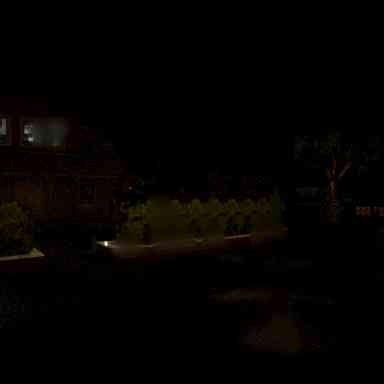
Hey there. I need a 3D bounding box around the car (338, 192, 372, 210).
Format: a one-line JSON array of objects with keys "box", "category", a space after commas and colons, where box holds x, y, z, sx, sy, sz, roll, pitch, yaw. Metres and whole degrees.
[{"box": [17.407, 0.985, 36.196, 3.866, 1.878, 1.905, 0, 0, 0], "category": "car"}]
